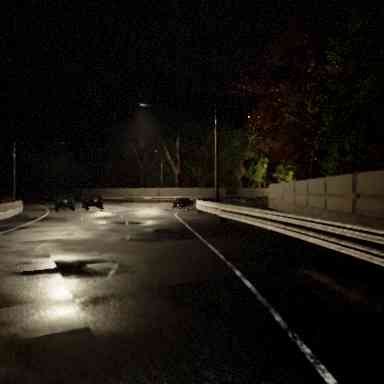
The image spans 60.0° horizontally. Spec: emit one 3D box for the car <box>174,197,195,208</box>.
[{"bbox_3d":[-1.118,1.547,47.852,1.837,1.490,4.892,-2,-1,19],"label":"car"}]

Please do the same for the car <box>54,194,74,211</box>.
[{"bbox_3d":[-16.405,1.293,42.648,2.150,2.045,5.566,0,0,-25],"label":"car"}]

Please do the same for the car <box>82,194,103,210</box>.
[{"bbox_3d":[-13.219,1.287,44.074,2.150,2.045,5.566,0,0,-25],"label":"car"}]
